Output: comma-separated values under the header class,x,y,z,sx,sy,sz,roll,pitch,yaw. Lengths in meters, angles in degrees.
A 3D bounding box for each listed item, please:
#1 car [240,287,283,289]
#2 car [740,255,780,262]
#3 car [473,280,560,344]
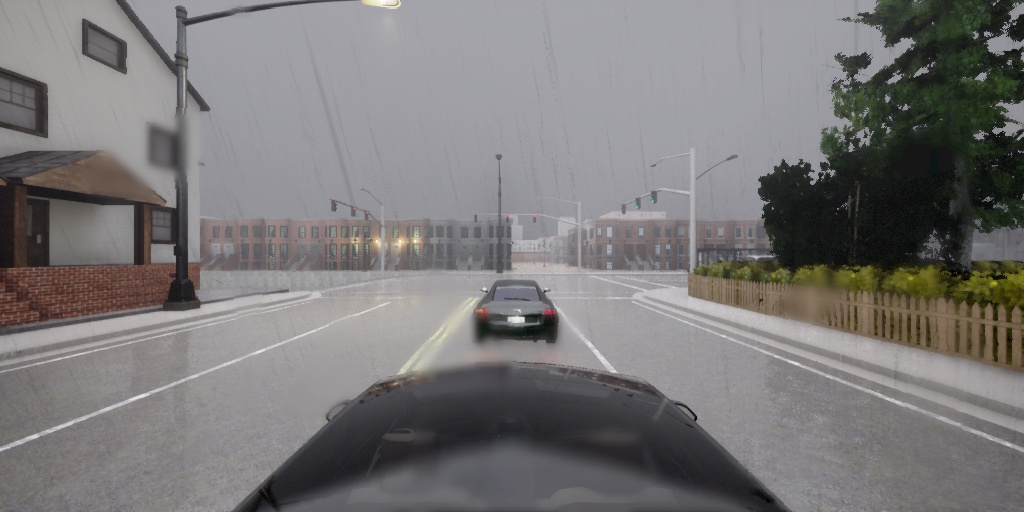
class,x,y,z,sx,sy,sz,roll,pitch,yaw
car,-20.055,3.094,26.836,5.357,1.411,2.033,-13,1,0
car,19.988,0.971,27.017,5.566,2.045,2.150,0,0,0
car,0.101,1.314,9.569,1.994,1.385,4.181,0,0,0
